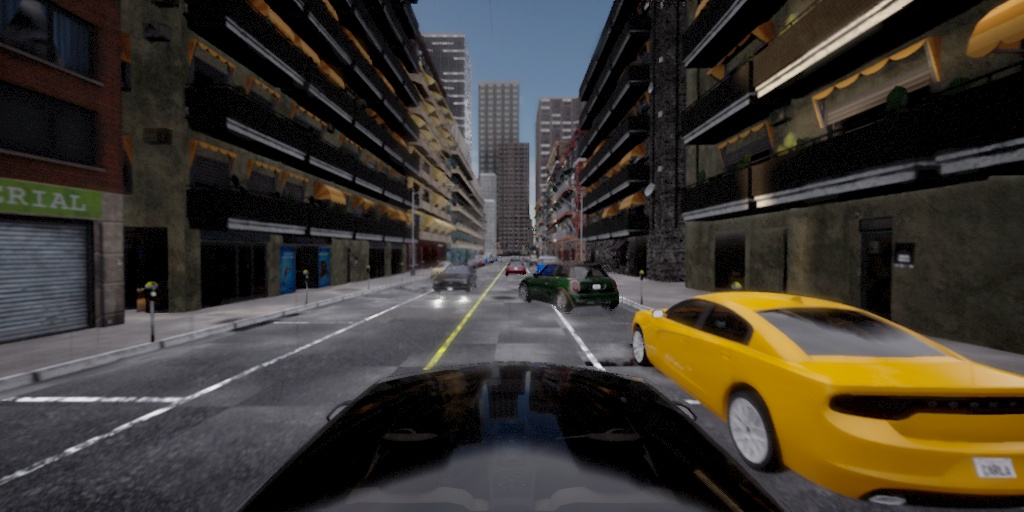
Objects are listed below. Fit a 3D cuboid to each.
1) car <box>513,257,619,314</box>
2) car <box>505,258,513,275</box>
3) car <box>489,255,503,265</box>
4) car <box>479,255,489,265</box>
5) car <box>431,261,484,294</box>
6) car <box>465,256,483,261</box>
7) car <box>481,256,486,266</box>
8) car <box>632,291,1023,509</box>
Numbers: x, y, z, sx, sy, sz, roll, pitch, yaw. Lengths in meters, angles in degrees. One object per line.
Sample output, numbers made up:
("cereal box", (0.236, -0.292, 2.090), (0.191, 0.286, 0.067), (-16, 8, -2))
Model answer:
("car", (1.985, 1.031, 13.828), (2.097, 1.767, 4.553), (0, 0, -23))
("car", (0.382, 1.123, 34.920), (1.994, 1.385, 4.181), (0, 0, 1))
("car", (-2.475, 0.593, 60.720), (1.812, 1.442, 4.674), (0, 0, 1))
("car", (-5.200, 0.978, 57.185), (1.888, 1.381, 4.507), (0, 0, 1))
("car", (-2.943, 1.190, 19.823), (2.033, 1.411, 5.357), (0, 0, 1))
("car", (-5.298, 1.059, 46.138), (1.948, 1.339, 4.313), (0, 0, 1))
("car", (-5.249, 1.008, 51.662), (1.888, 1.381, 4.507), (0, 0, 1))
("car", (3.163, 1.210, 4.807), (1.882, 1.535, 5.008), (0, 0, 1))
